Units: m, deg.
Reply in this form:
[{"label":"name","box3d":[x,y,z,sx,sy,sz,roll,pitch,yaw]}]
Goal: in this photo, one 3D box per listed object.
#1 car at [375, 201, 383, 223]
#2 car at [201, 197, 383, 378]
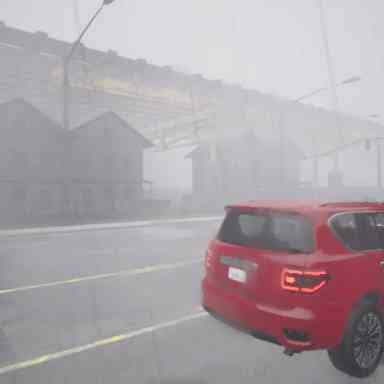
[{"label":"car","box3d":[14.738,1.322,23.014,4.674,1.442,1.812,-1,0,-36]},{"label":"car","box3d":[2.746,1.168,5.712,5.566,2.045,2.150,1,-1,-36]}]
